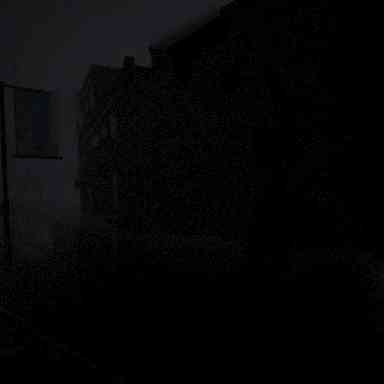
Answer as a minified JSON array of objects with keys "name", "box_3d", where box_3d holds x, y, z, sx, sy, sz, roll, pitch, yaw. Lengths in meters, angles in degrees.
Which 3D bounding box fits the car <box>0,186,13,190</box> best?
[{"name":"car","box_3d":[-46.754,-0.778,80.764,2.231,1.521,4.892,-4,-3,6]}]

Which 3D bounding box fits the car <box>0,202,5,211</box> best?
[{"name":"car","box_3d":[-27.184,2.065,45.884,1.812,1.442,4.674,-4,0,0]}]
